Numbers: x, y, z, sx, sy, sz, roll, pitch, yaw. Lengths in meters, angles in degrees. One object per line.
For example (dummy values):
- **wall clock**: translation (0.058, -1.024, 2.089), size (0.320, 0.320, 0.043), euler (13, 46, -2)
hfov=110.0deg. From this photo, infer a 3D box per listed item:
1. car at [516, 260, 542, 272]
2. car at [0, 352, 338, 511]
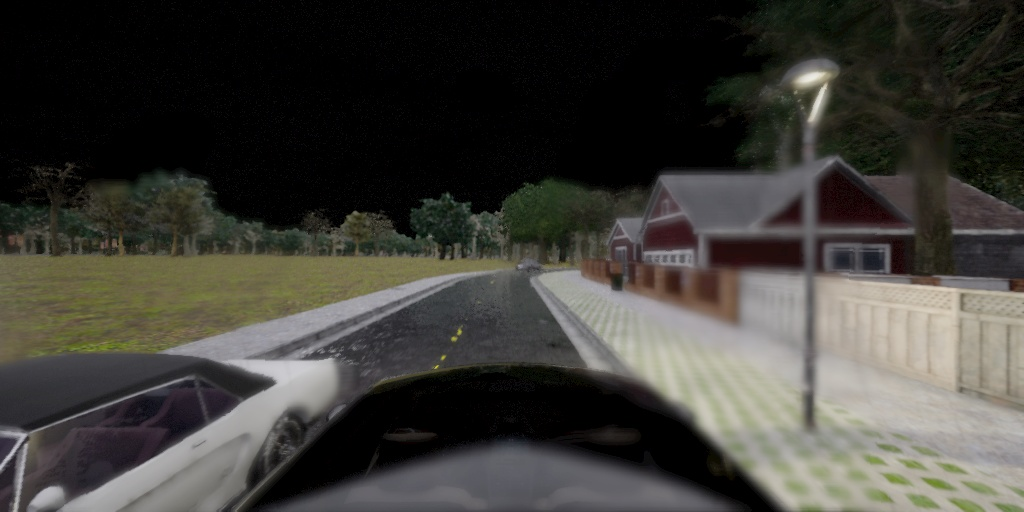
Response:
- **car**: translation (2.229, 1.246, 45.640), size (2.128, 1.511, 4.902), euler (0, -1, 29)
- **car**: translation (-2.850, 1.351, 1.727), size (1.895, 1.301, 4.718), euler (0, 0, 0)
